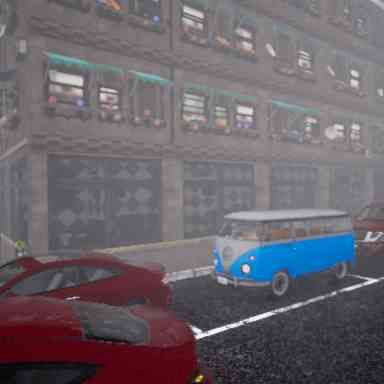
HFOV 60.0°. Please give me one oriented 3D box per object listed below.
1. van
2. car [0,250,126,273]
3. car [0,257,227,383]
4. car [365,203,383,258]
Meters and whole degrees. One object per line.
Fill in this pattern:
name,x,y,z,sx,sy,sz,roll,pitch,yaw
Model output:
van,2.352,1.336,8.229,3.998,1.788,1.690,0,-1,-35
car,-2.252,1.581,4.928,4.206,1.307,1.802,0,-1,-35
car,-1.967,1.526,1.959,4.674,1.442,1.812,0,0,-36
car,6.947,1.306,11.540,5.009,1.841,2.192,0,-1,-35
